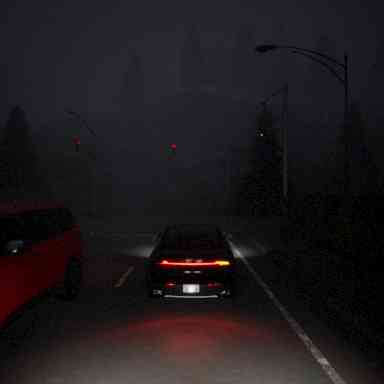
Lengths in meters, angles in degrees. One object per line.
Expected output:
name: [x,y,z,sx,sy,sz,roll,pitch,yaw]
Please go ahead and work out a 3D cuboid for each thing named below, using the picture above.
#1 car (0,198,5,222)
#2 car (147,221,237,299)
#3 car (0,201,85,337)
car: [-16.429,1.352,24.094,4.553,1.767,2.097,0,0,1]
car: [0.026,1.505,8.458,1.837,1.490,4.892,0,0,1]
car: [-3.547,1.221,5.461,2.150,2.045,5.566,0,0,1]
